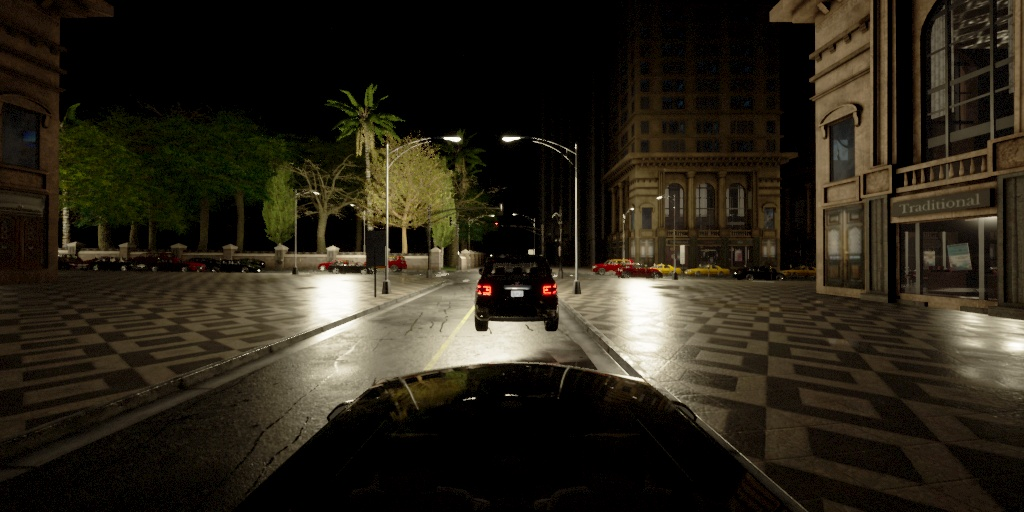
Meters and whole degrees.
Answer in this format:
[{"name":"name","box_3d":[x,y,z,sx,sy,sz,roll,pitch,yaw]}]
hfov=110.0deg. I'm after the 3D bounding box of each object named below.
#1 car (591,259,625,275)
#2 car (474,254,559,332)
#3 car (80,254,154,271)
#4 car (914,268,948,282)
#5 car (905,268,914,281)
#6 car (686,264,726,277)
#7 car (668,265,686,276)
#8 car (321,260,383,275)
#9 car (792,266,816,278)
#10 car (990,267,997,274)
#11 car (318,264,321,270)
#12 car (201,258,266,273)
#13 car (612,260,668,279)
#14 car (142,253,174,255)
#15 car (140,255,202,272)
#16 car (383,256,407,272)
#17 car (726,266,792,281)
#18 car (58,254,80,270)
[{"name":"car","box_3d":[11.922,1.310,42.078,5.009,1.841,2.192,0,0,0]},{"name":"car","box_3d":[0.115,0.973,11.061,2.150,2.045,5.566,0,0,0]},{"name":"car","box_3d":[-37.037,0.780,33.764,4.403,1.370,2.007,0,0,0]},{"name":"car","box_3d":[39.596,1.888,33.433,4.207,1.307,1.802,0,0,0]},{"name":"car","box_3d":[34.055,1.802,33.457,4.313,1.339,1.948,0,0,0]},{"name":"car","box_3d":[22.833,1.669,42.031,4.829,1.417,1.751,0,0,0]},{"name":"car","box_3d":[17.293,1.595,42.055,4.829,1.417,1.751,0,0,0]},{"name":"car","box_3d":[-14.941,1.113,33.669,4.403,1.370,2.007,0,0,0]},{"name":"car","box_3d":[33.914,1.811,41.983,4.829,1.417,1.751,0,0,0]},{"name":"car","box_3d":[45.137,1.813,33.409,4.097,1.591,1.967,0,0,0]},{"name":"car","box_3d":[-20.440,1.076,42.218,4.507,1.381,1.888,0,0,0]},{"name":"car","box_3d":[-25.989,0.964,33.716,4.313,1.339,1.948,0,0,0]},{"name":"car","box_3d":[11.896,1.385,33.553,4.097,1.591,1.967,0,0,0]},{"name":"car","box_3d":[-42.535,0.507,42.313,5.009,1.841,2.192,0,0,0]},{"name":"car","box_3d":[-31.514,0.859,33.740,4.507,1.381,1.888,0,0,0]},{"name":"car","box_3d":[-14.916,0.927,42.194,5.009,1.841,2.192,0,0,0]},{"name":"car","box_3d":[22.976,1.659,33.505,4.313,1.339,1.948,0,0,0]},{"name":"car","box_3d":[-42.561,0.725,33.788,4.207,1.307,1.802,0,0,0]}]
